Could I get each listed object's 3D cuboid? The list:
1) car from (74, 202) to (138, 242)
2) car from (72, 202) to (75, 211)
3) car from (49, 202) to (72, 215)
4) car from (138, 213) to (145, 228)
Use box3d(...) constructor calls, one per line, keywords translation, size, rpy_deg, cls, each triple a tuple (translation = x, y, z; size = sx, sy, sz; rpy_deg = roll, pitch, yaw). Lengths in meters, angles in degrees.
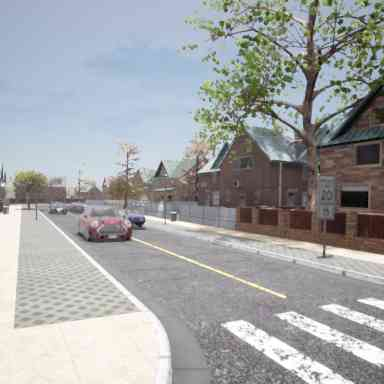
box3d(translation=(-4.710, 1.539, 17.618), size=(2.097, 1.767, 4.553), rpy_deg=(2, -1, -27), cls="car")
box3d(translation=(-16.657, 2.154, 47.496), size=(2.033, 1.411, 5.357), rpy_deg=(2, -2, -27), cls="car")
box3d(translation=(-16.296, 1.942, 40.464), size=(2.128, 1.511, 4.902), rpy_deg=(2, -2, -26), cls="car")
box3d(translation=(-5.089, 1.938, 24.833), size=(1.895, 1.301, 4.718), rpy_deg=(2, -1, -27), cls="car")
